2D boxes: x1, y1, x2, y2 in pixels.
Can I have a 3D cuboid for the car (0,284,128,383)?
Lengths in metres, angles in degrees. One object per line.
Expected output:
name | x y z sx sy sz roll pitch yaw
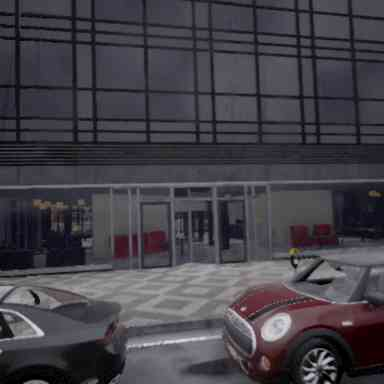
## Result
car | -3.013 1.888 3.965 4.403 1.369 2.008 -1 -4 -12

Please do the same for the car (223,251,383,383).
car | 2.518 1.684 5.104 4.097 1.590 1.967 -1 -4 -12
